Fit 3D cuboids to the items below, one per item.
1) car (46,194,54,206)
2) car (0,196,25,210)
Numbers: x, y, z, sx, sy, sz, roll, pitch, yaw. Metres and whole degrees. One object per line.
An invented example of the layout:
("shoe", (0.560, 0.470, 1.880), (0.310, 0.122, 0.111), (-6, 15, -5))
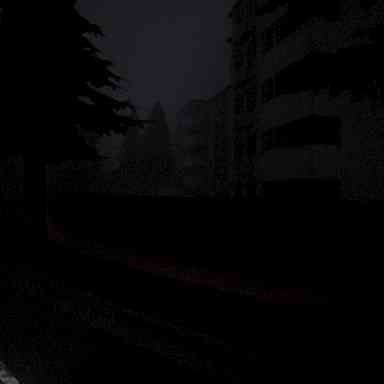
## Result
("car", (-19.421, 1.105, 49.518), (2.097, 1.767, 4.553), (0, 0, 16))
("car", (-20.503, 1.347, 38.643), (1.994, 1.385, 4.181), (0, 0, 2))
